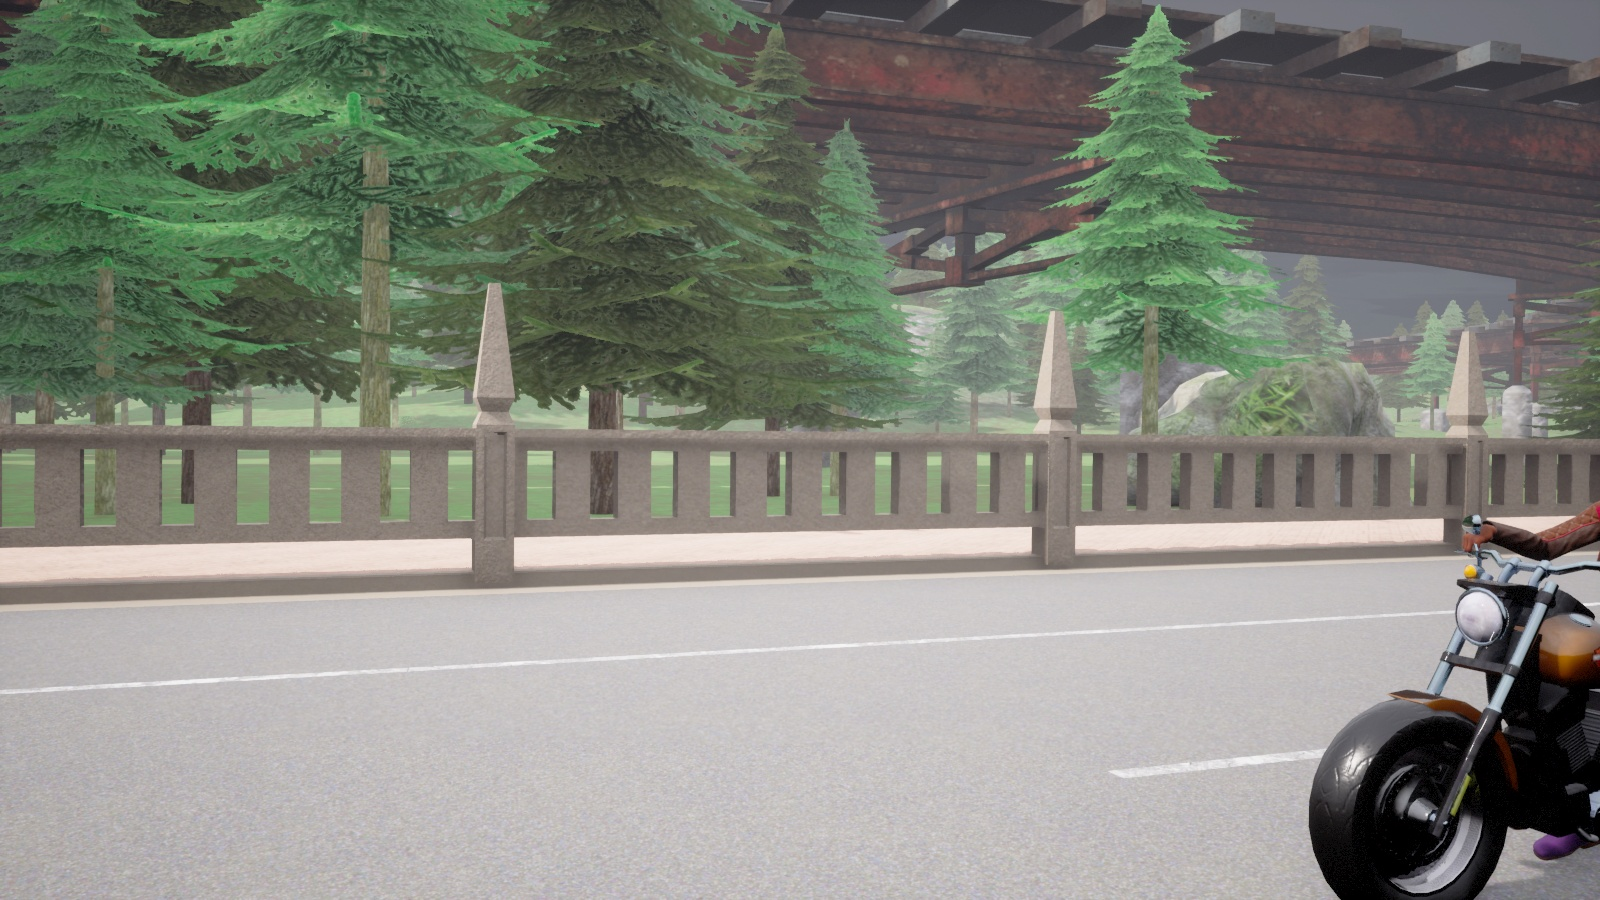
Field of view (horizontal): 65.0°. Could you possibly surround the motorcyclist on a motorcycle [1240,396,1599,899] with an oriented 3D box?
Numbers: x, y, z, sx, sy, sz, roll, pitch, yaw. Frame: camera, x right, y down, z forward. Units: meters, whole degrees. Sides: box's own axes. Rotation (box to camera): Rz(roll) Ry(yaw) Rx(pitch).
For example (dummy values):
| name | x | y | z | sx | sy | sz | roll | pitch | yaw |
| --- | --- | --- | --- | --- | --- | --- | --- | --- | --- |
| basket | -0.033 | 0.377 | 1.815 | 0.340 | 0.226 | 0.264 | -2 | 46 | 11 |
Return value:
| name | x | y | z | sx | sy | sz | roll | pitch | yaw |
| --- | --- | --- | --- | --- | --- | --- | --- | --- | --- |
| motorcyclist on a motorcycle | 2.716 | 0.650 | 4.271 | 2.350 | 1.649 | 0.766 | -1 | 1 | -21 |
